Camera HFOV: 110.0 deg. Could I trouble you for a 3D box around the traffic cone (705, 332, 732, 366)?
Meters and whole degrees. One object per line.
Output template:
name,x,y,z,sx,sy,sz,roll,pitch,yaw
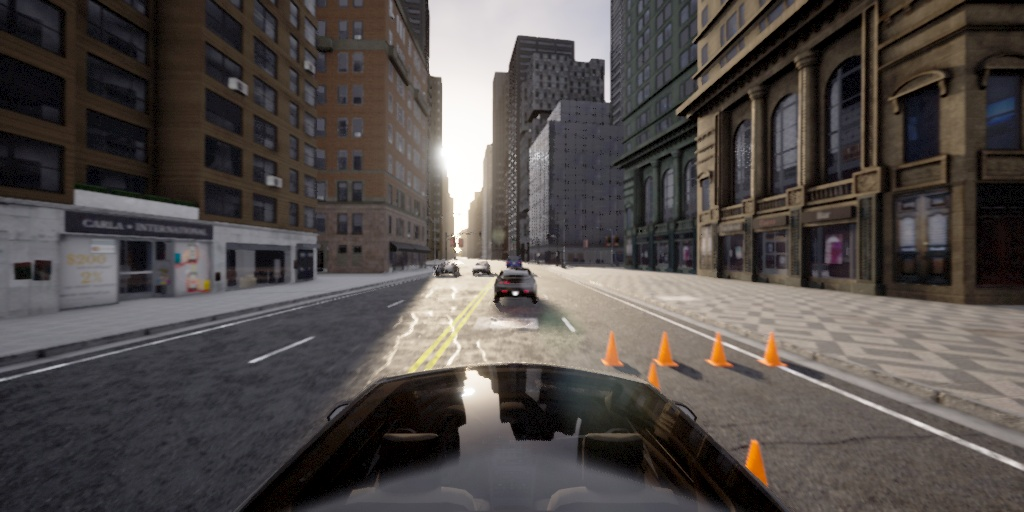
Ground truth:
traffic cone,3.878,1.722,6.741,0.340,0.580,0.340,0,0,0

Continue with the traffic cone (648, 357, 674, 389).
traffic cone,1.870,1.713,4.749,0.340,0.580,0.340,0,0,0

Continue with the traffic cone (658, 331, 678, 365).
traffic cone,2.878,1.718,6.745,0.340,0.580,0.340,0,0,0

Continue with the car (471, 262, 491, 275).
car,-3.203,1.310,38.726,2.033,1.411,5.357,0,0,0

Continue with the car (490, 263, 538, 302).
car,0.154,1.263,16.910,1.837,1.490,4.892,0,0,0

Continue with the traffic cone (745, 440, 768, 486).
traffic cone,1.862,1.712,2.749,0.340,0.580,0.340,0,0,0

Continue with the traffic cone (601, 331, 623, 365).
traffic cone,1.878,1.715,6.749,0.340,0.580,0.340,0,0,0

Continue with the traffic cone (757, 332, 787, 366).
traffic cone,4.878,1.725,6.737,0.340,0.580,0.340,0,0,0

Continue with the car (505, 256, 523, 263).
car,0.274,1.002,46.897,2.150,2.045,5.566,0,0,0

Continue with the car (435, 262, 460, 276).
car,-6.458,1.314,36.236,1.994,1.385,4.181,0,0,0
